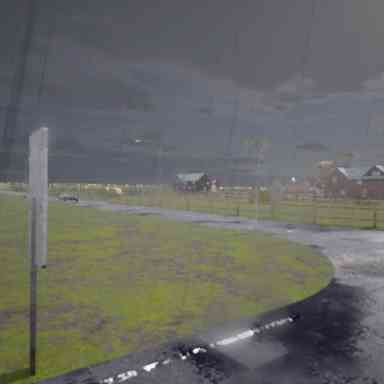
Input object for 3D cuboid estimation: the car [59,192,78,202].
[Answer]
[{"bbox_3d":[-18.600,0.727,49.966,1.994,1.385,4.181,1,1,-36],"label":"car"}]
